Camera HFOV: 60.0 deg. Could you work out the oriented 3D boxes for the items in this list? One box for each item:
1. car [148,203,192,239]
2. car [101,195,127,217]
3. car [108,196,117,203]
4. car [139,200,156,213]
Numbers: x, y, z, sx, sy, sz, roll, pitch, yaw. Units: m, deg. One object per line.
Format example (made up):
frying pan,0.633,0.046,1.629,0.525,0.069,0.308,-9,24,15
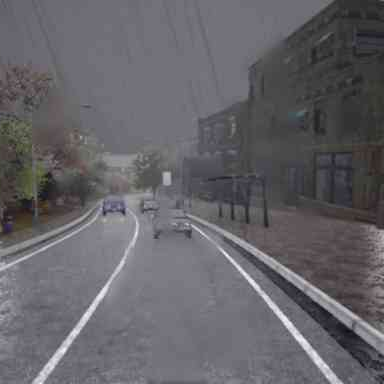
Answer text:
car,-1.135,1.525,17.472,2.033,1.411,5.357,-1,0,-7
car,-7.866,1.299,33.588,2.150,2.045,5.566,-1,0,-13
car,-17.721,1.625,74.110,1.812,1.442,4.674,-2,0,-14
car,-4.811,1.536,36.675,2.033,1.411,5.357,-2,0,-14
